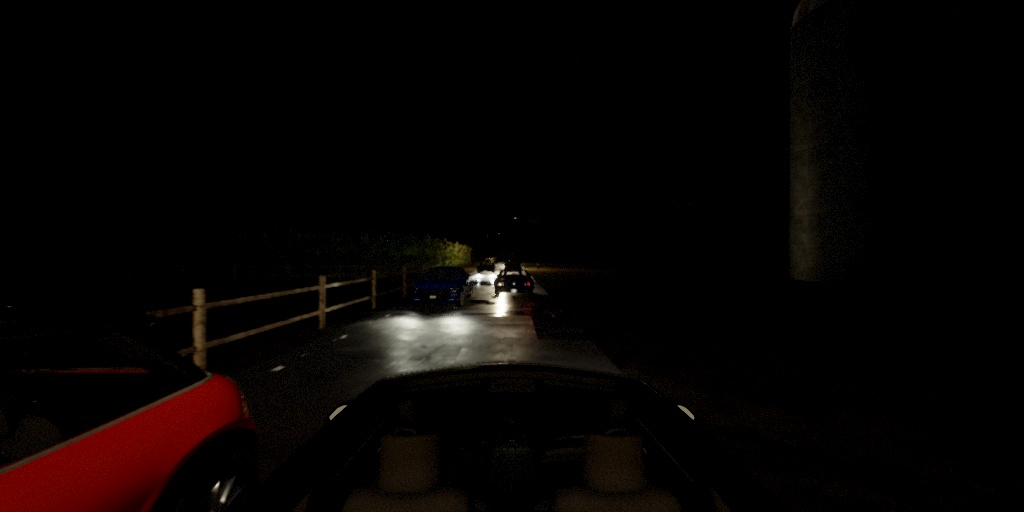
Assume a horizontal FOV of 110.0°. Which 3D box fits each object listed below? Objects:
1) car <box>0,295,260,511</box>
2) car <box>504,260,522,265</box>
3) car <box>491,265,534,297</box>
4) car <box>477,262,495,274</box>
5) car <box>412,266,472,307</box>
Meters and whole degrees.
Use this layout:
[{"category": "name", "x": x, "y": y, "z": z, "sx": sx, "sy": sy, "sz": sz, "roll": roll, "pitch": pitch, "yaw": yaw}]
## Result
[{"category": "car", "x": -2.829, "y": 1.106, "z": 0.588, "sx": 2.097, "sy": 1.767, "sz": 4.553, "roll": 0, "pitch": 0, "yaw": 0}, {"category": "car", "x": 0.099, "y": 1.203, "z": 40.043, "sx": 1.812, "sy": 1.442, "sz": 4.674, "roll": 0, "pitch": 0, "yaw": 0}, {"category": "car", "x": 0.098, "y": 1.316, "z": 18.746, "sx": 1.895, "sy": 1.301, "sz": 4.718, "roll": 0, "pitch": 0, "yaw": 0}, {"category": "car", "x": -2.843, "y": 1.278, "z": 40.379, "sx": 1.895, "sy": 1.301, "sz": 4.718, "roll": 0, "pitch": 0, "yaw": 0}, {"category": "car", "x": -2.848, "y": 1.199, "z": 15.374, "sx": 1.882, "sy": 1.535, "sz": 5.008, "roll": 0, "pitch": 0, "yaw": 0}]
